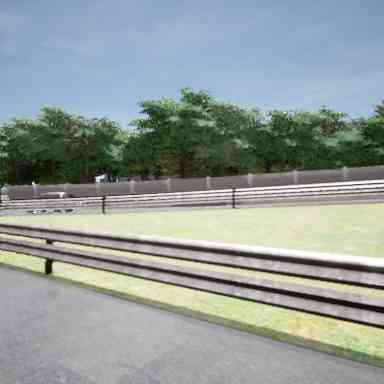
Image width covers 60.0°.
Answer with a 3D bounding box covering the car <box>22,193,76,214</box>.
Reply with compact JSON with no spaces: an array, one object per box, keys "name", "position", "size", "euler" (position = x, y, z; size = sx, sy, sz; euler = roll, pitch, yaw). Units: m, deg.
[{"name":"car","position":[-14.704,1.128,34.287],"size":[5.566,2.045,2.150],"euler":[-2,-1,16]}]
